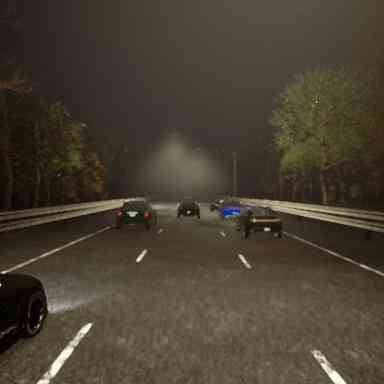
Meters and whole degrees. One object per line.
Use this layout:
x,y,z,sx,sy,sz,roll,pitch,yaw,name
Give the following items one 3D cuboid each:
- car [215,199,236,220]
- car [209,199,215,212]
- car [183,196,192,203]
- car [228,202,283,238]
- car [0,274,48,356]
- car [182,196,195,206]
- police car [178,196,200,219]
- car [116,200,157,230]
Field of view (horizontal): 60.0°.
3.325,1.520,28.778,1.882,1.535,5.008,0,0,-1,car
3.173,1.559,39.844,2.163,1.488,4.792,0,0,-1,car
-1.110,1.644,74.396,1.994,1.385,4.181,0,0,-2,car
3.431,1.519,17.741,2.128,1.511,4.902,0,0,0,car
-3.410,1.571,3.929,1.994,1.385,4.181,0,0,0,car
-0.610,1.568,57.833,2.128,1.511,4.902,0,0,-1,car
-0.283,1.469,30.250,1.930,1.638,5.238,0,0,0,police car
-3.508,1.385,21.676,2.097,1.767,4.553,0,0,0,car
